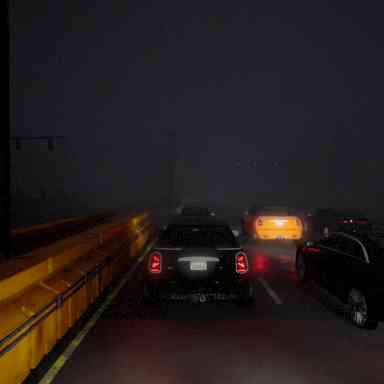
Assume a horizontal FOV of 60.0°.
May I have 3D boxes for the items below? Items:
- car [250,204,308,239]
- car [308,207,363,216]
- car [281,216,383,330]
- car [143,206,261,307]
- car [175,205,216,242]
[{"bbox_3d":[3.655,1.352,15.983,2.097,1.767,4.553,0,0,0],"label":"car"},{"bbox_3d":[7.157,1.505,16.852,1.837,1.490,4.892,0,0,0],"label":"car"},{"bbox_3d":[3.621,1.492,6.872,2.128,1.511,4.902,0,0,0],"label":"car"},{"bbox_3d":[0.125,1.352,8.112,2.097,1.767,4.553,0,0,0],"label":"car"},{"bbox_3d":[0.158,1.505,17.288,1.837,1.490,4.892,0,0,0],"label":"car"}]
